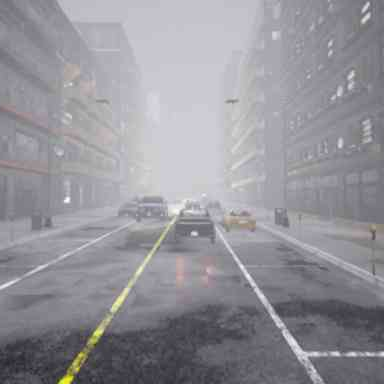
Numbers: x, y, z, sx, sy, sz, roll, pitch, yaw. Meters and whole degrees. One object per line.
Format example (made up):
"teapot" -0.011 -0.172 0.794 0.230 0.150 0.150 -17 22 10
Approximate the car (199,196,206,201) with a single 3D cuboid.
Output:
"car" 2.712 1.726 87.976 1.802 1.307 4.206 1 0 0

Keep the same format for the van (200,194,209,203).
"van" 2.714 1.453 70.923 1.690 1.788 3.998 1 0 0

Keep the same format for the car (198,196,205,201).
"car" 2.712 1.721 93.661 1.947 1.339 4.313 1 0 0

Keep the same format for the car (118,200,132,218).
"car" -5.674 1.611 31.071 1.947 1.339 4.313 1 0 0

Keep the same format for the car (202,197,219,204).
"car" 2.708 1.629 42.499 1.947 1.339 4.313 1 0 0

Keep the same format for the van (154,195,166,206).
"van" -5.666 1.433 59.493 1.690 1.788 3.998 1 0 0

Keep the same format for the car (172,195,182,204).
"car" -2.994 1.640 67.494 2.033 1.411 5.357 0 0 0

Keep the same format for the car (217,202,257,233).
"car" 2.707 1.554 19.931 1.752 1.417 4.829 1 0 0

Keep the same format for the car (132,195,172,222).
"car" -3.096 1.260 26.773 2.150 2.045 5.566 0 0 0

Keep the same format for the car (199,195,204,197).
"car" 2.712 1.532 59.553 1.967 1.590 4.097 1 0 0

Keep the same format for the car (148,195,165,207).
"car" -5.666 1.397 53.809 2.192 1.841 5.009 1 0 0

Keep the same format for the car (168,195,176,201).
"car" -5.632 1.595 93.602 1.967 1.590 4.097 1 0 0

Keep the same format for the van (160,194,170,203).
"van" -5.671 1.452 70.864 1.690 1.788 3.998 1 0 0

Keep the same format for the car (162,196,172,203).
"car" -5.659 1.672 76.548 2.008 1.369 4.403 1 0 0

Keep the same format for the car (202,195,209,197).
"car" 2.709 1.598 48.354 1.752 1.417 4.829 1 0 0

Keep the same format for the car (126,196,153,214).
"car" -5.668 1.369 36.756 2.192 1.841 5.009 1 0 0

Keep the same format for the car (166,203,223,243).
"car" 0.101 1.514 16.213 2.128 1.511 4.902 0 0 0

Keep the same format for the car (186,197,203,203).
"car" 0.104 1.665 43.212 1.895 1.301 4.718 0 0 0
